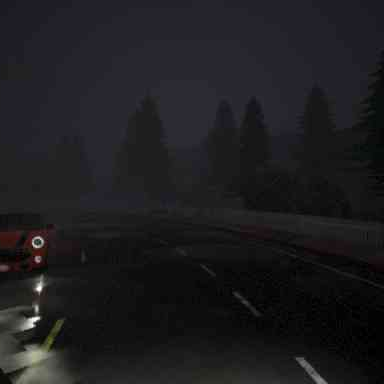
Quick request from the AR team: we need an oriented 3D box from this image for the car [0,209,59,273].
[{"bbox_3d":[-5.584,1.399,10.762,2.097,1.767,4.553,0,0,-18],"label":"car"}]
